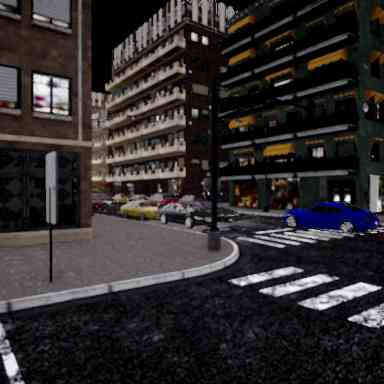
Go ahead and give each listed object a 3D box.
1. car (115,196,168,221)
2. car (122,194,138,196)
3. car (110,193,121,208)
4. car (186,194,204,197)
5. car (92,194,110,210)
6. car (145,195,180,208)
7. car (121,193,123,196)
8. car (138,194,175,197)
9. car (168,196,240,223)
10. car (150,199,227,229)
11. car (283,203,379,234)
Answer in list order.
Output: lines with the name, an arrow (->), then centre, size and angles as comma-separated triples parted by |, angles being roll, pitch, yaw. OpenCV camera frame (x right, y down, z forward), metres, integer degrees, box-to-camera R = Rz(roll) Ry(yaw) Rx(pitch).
car -> -3.526, 1.209, 23.915 | 1.752, 1.417, 4.829 | 1, 0, -36
car -> -6.750, 0.987, 42.446 | 2.008, 1.369, 4.403 | 1, 0, -36
car -> -10.264, 0.967, 37.446 | 2.128, 1.511, 4.902 | 0, 1, -36
car -> -0.153, 1.027, 33.475 | 1.967, 1.590, 4.097 | 1, 0, -36
car -> -10.224, 1.075, 33.024 | 1.887, 1.381, 4.507 | 1, 0, -36
car -> -3.453, 1.062, 37.961 | 2.008, 1.369, 4.403 | 1, 0, -36
car -> -10.148, 0.885, 47.068 | 1.752, 1.417, 4.829 | 1, 0, -36
car -> -3.116, 0.926, 32.926 | 2.097, 1.767, 4.553 | 0, 1, -36
car -> 0.797, 1.276, 22.388 | 2.033, 1.411, 5.357 | 0, 1, -36
car -> -0.329, 1.308, 19.567 | 2.008, 1.369, 4.403 | 1, 0, -36
car -> 7.446, 1.328, 18.294 | 1.882, 1.535, 5.008 | -4, 4, -44
